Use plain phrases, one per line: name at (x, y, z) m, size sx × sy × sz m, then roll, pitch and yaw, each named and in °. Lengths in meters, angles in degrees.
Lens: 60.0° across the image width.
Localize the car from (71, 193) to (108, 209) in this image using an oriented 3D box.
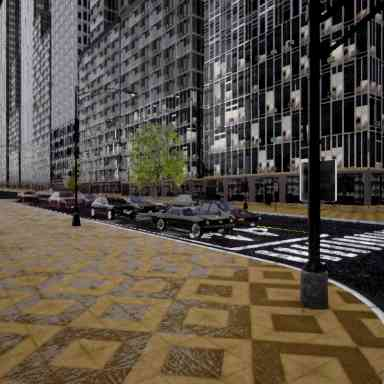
car at (-11.215, 0.908, 36.071) m, size 2.033 × 1.411 × 5.357 m, roll 0°, pitch 1°, yaw -38°

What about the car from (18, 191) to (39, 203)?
car at (-22.042, 0.607, 44.791) m, size 1.882 × 1.535 × 5.008 m, roll 0°, pitch 1°, yaw -38°

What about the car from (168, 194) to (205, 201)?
car at (-0.468, 0.946, 27.940) m, size 2.097 × 1.767 × 4.553 m, roll 0°, pitch 1°, yaw -38°

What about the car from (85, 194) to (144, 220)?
car at (-5.654, 1.110, 23.698) m, size 1.837 × 1.490 × 4.892 m, roll 0°, pitch 1°, yaw -38°

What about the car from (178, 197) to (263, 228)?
car at (1.659, 1.289, 19.706) m, size 2.033 × 1.411 × 5.357 m, roll 0°, pitch 1°, yaw -36°

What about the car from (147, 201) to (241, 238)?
car at (-0.065, 1.372, 16.587) m, size 1.895 × 1.301 × 4.718 m, roll 0°, pitch 1°, yaw -38°

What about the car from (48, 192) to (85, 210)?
car at (-12.227, 0.763, 32.088) m, size 2.097 × 1.767 × 4.553 m, roll 0°, pitch 1°, yaw -38°

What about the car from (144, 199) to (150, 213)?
car at (-4.813, 1.098, 27.898) m, size 2.033 × 1.411 × 5.357 m, roll 0°, pitch 1°, yaw -37°
